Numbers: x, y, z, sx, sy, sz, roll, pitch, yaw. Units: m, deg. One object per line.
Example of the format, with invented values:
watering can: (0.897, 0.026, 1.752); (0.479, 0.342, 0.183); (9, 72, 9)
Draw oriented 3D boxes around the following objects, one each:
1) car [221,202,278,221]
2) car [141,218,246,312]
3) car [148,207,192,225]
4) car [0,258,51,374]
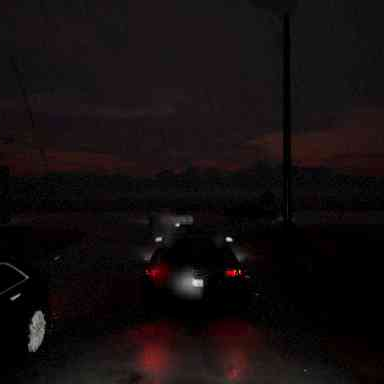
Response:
car: (4.713, 1.540, 27.349); (4.674, 1.442, 1.812); (0, 2, 0)
car: (0.046, 1.558, 7.807); (1.994, 1.385, 4.181); (0, 0, 1)
car: (-1.517, 1.586, 21.127); (1.895, 1.301, 4.718); (0, 0, -18)
car: (-3.018, 1.504, 3.156); (1.837, 1.490, 4.892); (0, 0, 0)
